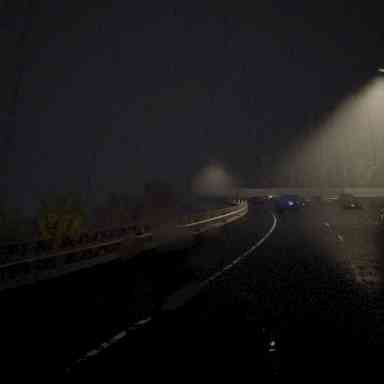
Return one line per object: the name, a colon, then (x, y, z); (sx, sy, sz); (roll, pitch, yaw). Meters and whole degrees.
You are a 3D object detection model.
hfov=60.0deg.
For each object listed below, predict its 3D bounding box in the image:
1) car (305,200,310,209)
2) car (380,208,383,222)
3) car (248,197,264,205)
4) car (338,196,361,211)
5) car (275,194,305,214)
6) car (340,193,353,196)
car: (14.676, 1.559, 45.428); (1.994, 1.385, 4.181); (0, 0, 3)
car: (14.843, 1.349, 23.314); (2.097, 1.767, 4.553); (0, 0, 16)
car: (11.211, 1.542, 58.614); (2.033, 1.411, 5.357); (0, 0, -3)
car: (19.720, 1.559, 41.543); (1.994, 1.385, 4.181); (0, 0, 16)
car: (10.119, 1.220, 35.176); (2.150, 2.045, 5.566); (0, 0, 9)
car: (26.548, 1.214, 56.888); (2.150, 2.045, 5.566); (0, 0, 33)
